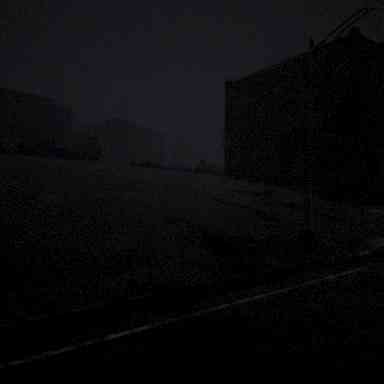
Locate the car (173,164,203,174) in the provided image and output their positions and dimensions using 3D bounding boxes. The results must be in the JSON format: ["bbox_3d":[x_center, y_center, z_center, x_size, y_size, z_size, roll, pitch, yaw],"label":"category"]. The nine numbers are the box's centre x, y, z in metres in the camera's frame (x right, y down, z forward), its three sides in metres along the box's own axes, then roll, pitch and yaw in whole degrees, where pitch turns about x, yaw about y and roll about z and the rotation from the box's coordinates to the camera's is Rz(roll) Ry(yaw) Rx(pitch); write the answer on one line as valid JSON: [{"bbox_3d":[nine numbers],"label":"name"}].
[{"bbox_3d":[-1.222,-2.654,40.963,2.002,1.452,4.674,0,-2,40],"label":"car"}]

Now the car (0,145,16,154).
[{"bbox_3d":[-15.986,-3.365,24.408,2.185,1.767,4.553,0,-1,45],"label":"car"}]

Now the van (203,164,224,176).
[{"bbox_3d":[2.363,-2.723,45.365,1.878,1.987,4.442,0,-2,39],"label":"van"}]

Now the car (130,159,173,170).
[{"bbox_3d":[-4.783,-2.823,36.718,2.002,1.452,4.674,0,-1,41],"label":"car"}]

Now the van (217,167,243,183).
[{"bbox_3d":[5.747,-2.510,49.745,1.878,1.987,4.442,0,-2,38],"label":"van"}]
